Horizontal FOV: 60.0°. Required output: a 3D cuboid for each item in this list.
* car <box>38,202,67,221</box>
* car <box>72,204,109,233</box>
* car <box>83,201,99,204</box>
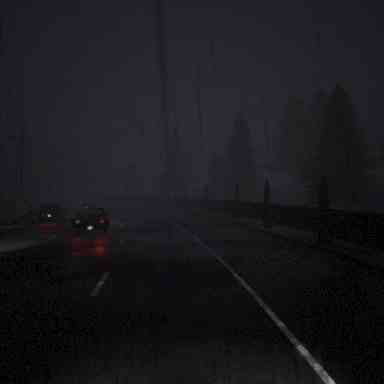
[{"bbox_3d":[-11.811,1.582,28.151,1.837,1.490,4.892,0,0,-17],"label":"car"},{"bbox_3d":[-6.006,1.642,20.175,1.895,1.301,4.718,0,0,-13],"label":"car"},{"bbox_3d":[-11.437,1.678,37.429,1.895,1.301,4.718,0,0,-22],"label":"car"}]
